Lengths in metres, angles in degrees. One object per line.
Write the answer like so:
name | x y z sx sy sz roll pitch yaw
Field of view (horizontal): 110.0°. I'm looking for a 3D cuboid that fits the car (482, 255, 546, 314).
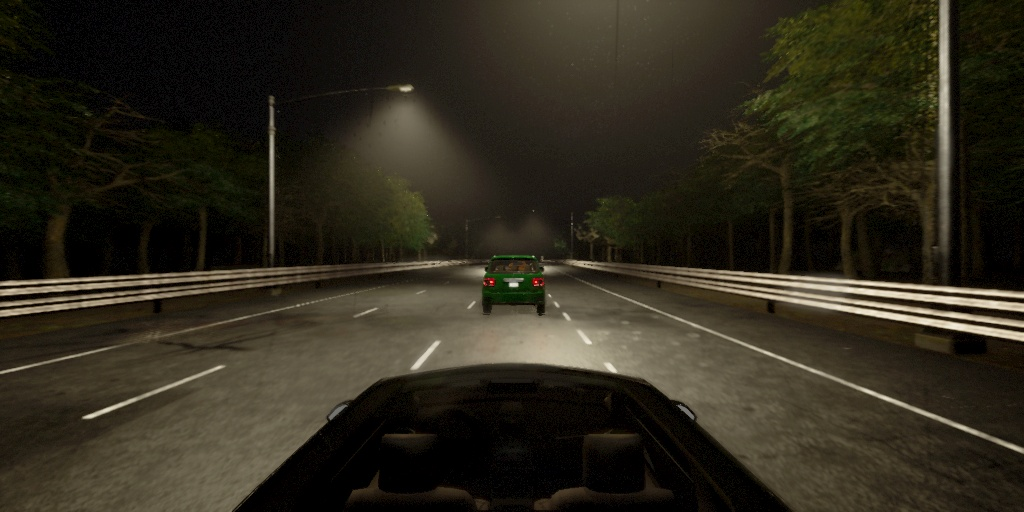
car | 0.089 1.000 13.884 2.150 2.045 5.566 0 0 1
